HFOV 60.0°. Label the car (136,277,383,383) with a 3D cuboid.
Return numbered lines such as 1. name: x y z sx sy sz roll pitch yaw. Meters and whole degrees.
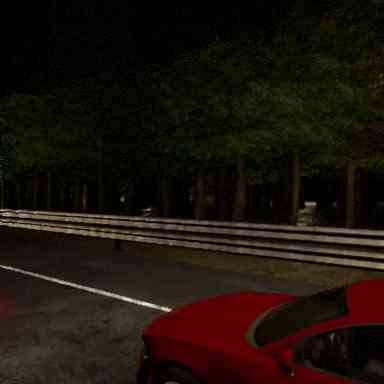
1. car: 1.733 1.478 2.633 5.008 1.535 1.882 0 0 35
